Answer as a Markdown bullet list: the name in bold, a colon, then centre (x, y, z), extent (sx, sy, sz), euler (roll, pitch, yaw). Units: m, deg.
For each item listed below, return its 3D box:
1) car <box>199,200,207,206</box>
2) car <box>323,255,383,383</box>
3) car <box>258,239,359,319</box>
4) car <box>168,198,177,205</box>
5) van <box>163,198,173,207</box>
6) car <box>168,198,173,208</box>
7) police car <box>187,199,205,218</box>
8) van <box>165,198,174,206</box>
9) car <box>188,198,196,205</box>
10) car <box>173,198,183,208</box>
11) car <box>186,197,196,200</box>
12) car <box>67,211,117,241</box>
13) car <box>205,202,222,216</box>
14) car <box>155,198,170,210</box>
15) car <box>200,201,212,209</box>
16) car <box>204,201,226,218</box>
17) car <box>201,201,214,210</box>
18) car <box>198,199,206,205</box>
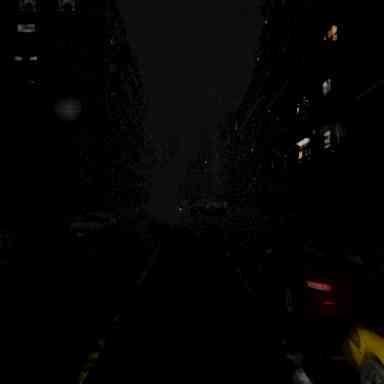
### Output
- **car**: centre (2.578, 2.572, 79.076), extent (1.887, 1.381, 4.507), euler (1, -1, 0)
- **car**: centre (2.586, 1.547, 1.827), extent (1.752, 1.417, 4.829), euler (2, -1, 0)
- **car**: centre (2.584, 1.664, 7.186), extent (1.802, 1.307, 4.206), euler (1, -1, 0)
- **car**: centre (-5.298, 2.514, 90.199), extent (2.192, 1.841, 5.009), euler (1, -1, 0)
- **van**: centre (-5.296, 2.287, 73.608), extent (1.690, 1.788, 3.998), euler (2, -1, 0)
- **car**: centre (-5.295, 2.102, 62.551), extent (2.192, 1.841, 5.009), euler (2, -1, 0)
- **police car**: centre (0.706, 1.848, 35.610), extent (1.930, 1.638, 5.238), euler (0, -1, 0)
- **van**: centre (-5.298, 2.370, 79.140), extent (1.690, 1.788, 3.998), euler (1, -1, 0)
- **car**: centre (-0.006, 2.397, 86.197), extent (2.097, 1.767, 4.553), euler (0, -1, 0)
- **car**: centre (-2.781, 2.379, 64.707), extent (1.994, 1.385, 4.181), euler (0, -1, 1)
- **car**: centre (-0.005, 2.042, 71.255), extent (2.150, 2.045, 5.566), euler (0, -1, 0)
- **car**: centre (-5.295, 1.733, 18.143), extent (1.752, 1.417, 4.829), euler (2, -1, 0)
- **car**: centre (2.582, 2.012, 40.536), extent (1.752, 1.417, 4.829), euler (1, -1, 0)
- **car**: centre (-5.300, 2.234, 56.847), extent (1.752, 1.417, 4.829), euler (2, -1, 0)
- **car**: centre (2.579, 2.337, 62.485), extent (2.008, 1.369, 4.403), euler (1, -1, 0)
- **car**: centre (2.582, 1.958, 34.834), extent (1.887, 1.381, 4.507), euler (1, -1, 0)
- **car**: centre (2.580, 2.254, 56.954), extent (1.887, 1.381, 4.507), euler (1, -1, 0)
- **car**: centre (2.587, 2.638, 90.138), extent (1.967, 1.590, 4.097), euler (1, -1, 0)
